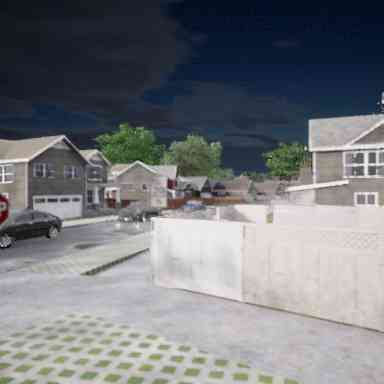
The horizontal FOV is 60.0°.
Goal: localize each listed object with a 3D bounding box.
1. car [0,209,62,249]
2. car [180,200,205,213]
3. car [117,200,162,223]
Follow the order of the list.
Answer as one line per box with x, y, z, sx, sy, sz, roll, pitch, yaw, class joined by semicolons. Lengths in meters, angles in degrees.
-8.068;1.590;15.259;1.837;1.490;4.892;0;0;17;car
0.218;1.740;40.057;1.812;1.442;4.674;0;-1;21;car
-4.257;1.499;27.467;2.097;1.767;4.553;0;0;19;car
